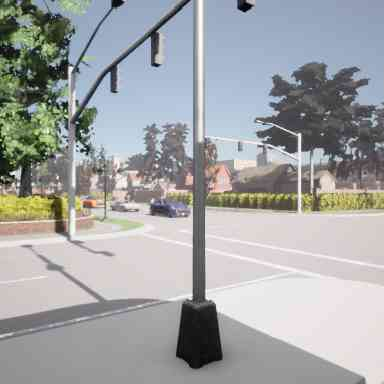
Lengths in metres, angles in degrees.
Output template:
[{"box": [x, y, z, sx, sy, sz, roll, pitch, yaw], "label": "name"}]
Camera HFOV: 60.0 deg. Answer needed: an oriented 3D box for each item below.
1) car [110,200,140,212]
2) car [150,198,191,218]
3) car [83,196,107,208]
[{"box": [-7.822, 1.601, 38.726, 1.895, 1.301, 4.718, 0, 0, -36], "label": "car"}, {"box": [-2.078, 1.352, 30.790, 2.097, 1.767, 4.553, 0, 0, -36], "label": "car"}, {"box": [-13.712, 1.352, 46.866, 2.097, 1.767, 4.553, 0, 0, -36], "label": "car"}]
